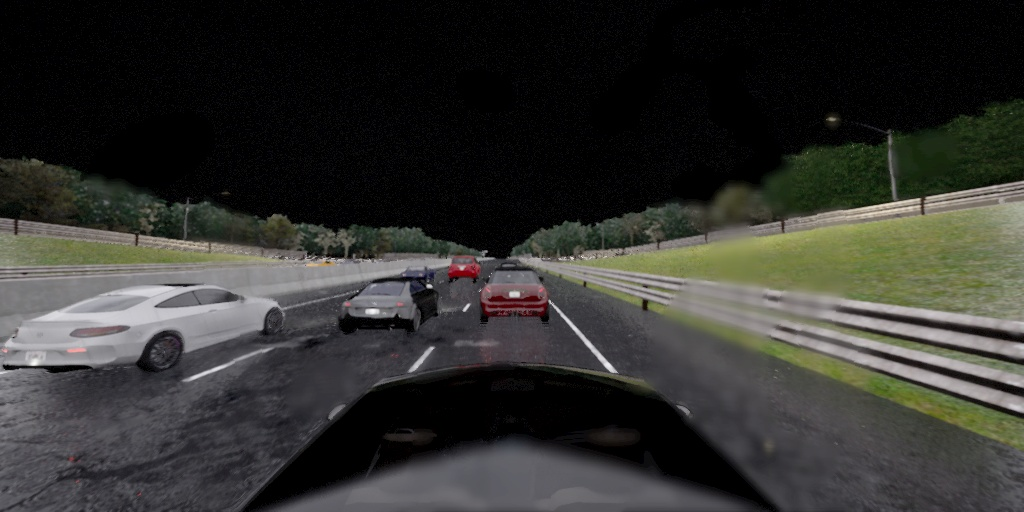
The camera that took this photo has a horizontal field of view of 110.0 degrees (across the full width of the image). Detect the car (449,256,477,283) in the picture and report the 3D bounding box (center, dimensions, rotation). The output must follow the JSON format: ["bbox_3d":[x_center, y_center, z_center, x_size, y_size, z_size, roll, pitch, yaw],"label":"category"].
[{"bbox_3d":[-3.766,1.035,29.115,2.150,2.045,5.566,0,0,-1],"label":"car"}]

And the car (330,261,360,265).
[{"bbox_3d":[-21.894,1.381,48.320,2.033,1.411,5.357,0,0,-1],"label":"car"}]

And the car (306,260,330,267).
[{"bbox_3d":[-25.379,1.308,47.687,1.882,1.535,5.008,0,0,-1],"label":"car"}]

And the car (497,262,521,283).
[{"bbox_3d":[-0.292,1.321,30.187,1.837,1.490,4.892,0,0,-1],"label":"car"}]

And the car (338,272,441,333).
[{"bbox_3d":[-3.430,1.337,10.786,1.994,1.385,4.181,0,0,0],"label":"car"}]

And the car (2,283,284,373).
[{"bbox_3d":[-6.909,1.290,7.503,1.812,1.442,4.674,0,0,0],"label":"car"}]

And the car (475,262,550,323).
[{"bbox_3d":[0.052,1.130,12.410,2.097,1.767,4.553,0,0,-1],"label":"car"}]

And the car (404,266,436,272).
[{"bbox_3d":[-7.247,1.411,28.244,1.895,1.301,4.718,0,0,-1],"label":"car"}]

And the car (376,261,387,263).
[{"bbox_3d":[-18.435,1.402,50.099,1.994,1.385,4.181,0,0,-1],"label":"car"}]
